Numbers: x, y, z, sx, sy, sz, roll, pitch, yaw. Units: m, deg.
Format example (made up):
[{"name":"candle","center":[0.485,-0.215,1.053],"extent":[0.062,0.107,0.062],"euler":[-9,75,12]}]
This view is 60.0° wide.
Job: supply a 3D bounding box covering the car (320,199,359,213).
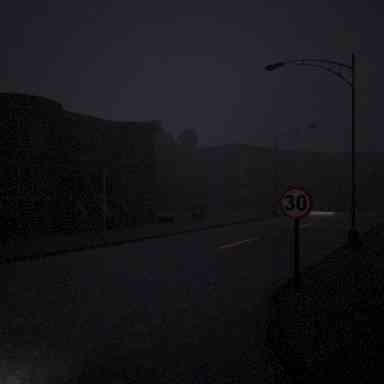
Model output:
[{"name":"car","center":[16.838,1.549,37.870],"extent":[5.357,1.411,2.033],"euler":[0,0,-36]}]
